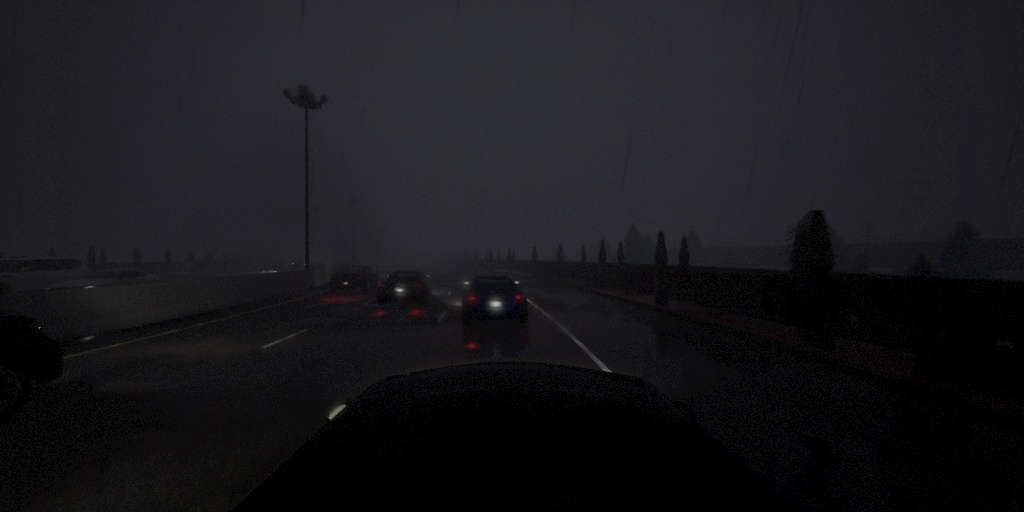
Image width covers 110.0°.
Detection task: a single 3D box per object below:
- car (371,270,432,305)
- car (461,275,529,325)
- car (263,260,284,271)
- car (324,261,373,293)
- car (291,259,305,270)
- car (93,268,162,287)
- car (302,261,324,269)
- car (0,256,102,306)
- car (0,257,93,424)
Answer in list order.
[{"bbox_3d":[-4.712,1.325,16.142,1.994,1.385,4.181,0,0,-8],"label":"car"},{"bbox_3d":[-0.650,1.312,11.965,1.994,1.385,4.181,0,0,-6],"label":"car"},{"bbox_3d":[-35.084,1.334,52.868,1.882,1.535,5.008,0,0,-21],"label":"car"},{"bbox_3d":[-9.088,1.253,21.008,1.882,1.535,5.008,0,0,-11],"label":"car"},{"bbox_3d":[-31.876,1.196,54.254,2.097,1.767,4.553,0,0,-21],"label":"car"},{"bbox_3d":[-19.222,1.341,17.208,1.812,1.442,4.674,0,0,-11],"label":"car"},{"bbox_3d":[-24.270,1.421,44.453,1.895,1.301,4.718,0,0,-21],"label":"car"},{"bbox_3d":[-22.583,1.049,16.335,2.150,2.045,5.566,0,0,-11],"label":"car"},{"bbox_3d":[-7.009,0.998,2.281,2.150,2.045,5.566,0,0,-1],"label":"car"}]
